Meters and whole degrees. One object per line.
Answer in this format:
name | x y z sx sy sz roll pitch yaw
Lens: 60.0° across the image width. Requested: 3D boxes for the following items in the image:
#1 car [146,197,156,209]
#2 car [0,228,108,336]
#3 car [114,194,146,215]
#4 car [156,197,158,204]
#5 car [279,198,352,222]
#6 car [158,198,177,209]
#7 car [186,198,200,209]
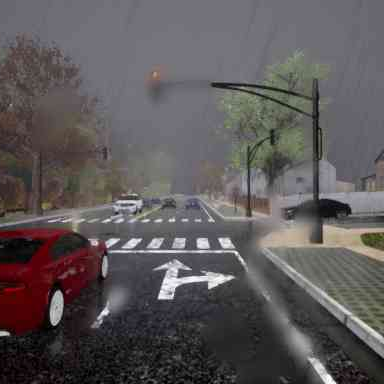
car | -6.564 1.524 45.211 2.128 1.511 4.902 0 0 0
car | -3.145 1.480 6.878 1.882 1.535 5.008 0 0 0
car | -6.574 1.243 34.869 2.150 2.045 5.566 0 0 0
car | -6.534 1.615 58.561 1.994 1.385 4.181 0 0 0
car | 8.099 1.152 21.926 4.674 1.442 1.812 -2 -1 -7
car | -3.117 1.582 46.277 2.033 1.411 5.357 0 0 0
car | 0.133 1.581 45.781 2.033 1.411 5.357 0 0 0
